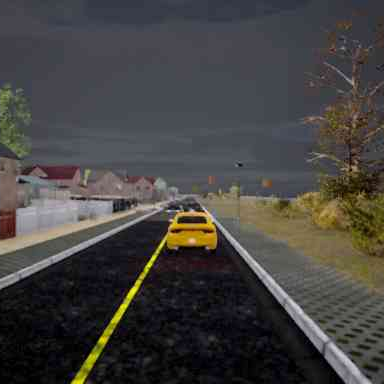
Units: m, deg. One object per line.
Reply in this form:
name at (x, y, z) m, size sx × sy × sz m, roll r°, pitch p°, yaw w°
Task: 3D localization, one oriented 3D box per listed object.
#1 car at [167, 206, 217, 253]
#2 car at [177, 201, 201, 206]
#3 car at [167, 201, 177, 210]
car at (0.007, 1.616, 14.480) m, size 1.882 × 1.535 × 5.008 m, roll 0°, pitch 0°, yaw 0°
car at (0.006, 1.626, 29.077) m, size 2.097 × 1.767 × 4.553 m, roll 0°, pitch -1°, yaw 0°
car at (-2.744, 2.037, 51.754) m, size 2.033 × 1.411 × 5.357 m, roll 0°, pitch -1°, yaw 0°
